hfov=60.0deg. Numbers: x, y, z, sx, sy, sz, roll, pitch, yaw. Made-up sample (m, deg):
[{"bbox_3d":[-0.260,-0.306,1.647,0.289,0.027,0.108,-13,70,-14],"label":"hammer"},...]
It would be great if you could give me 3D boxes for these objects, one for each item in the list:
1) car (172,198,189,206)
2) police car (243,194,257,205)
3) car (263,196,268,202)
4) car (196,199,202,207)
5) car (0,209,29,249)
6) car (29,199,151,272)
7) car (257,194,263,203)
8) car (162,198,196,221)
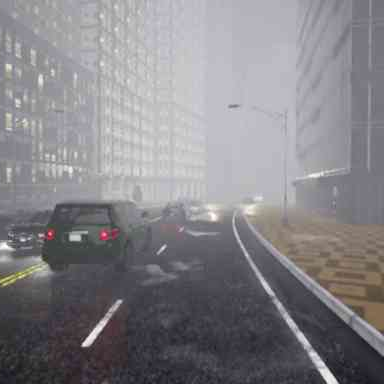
[{"bbox_3d":[-2.001,1.759,59.584,1.895,1.301,4.718,0,0,15],"label":"car"},{"bbox_3d":[11.577,1.706,68.022,1.930,1.638,5.238,0,0,17],"label":"police car"},{"bbox_3d":[16.734,1.586,82.665,2.150,2.045,5.566,0,0,21],"label":"car"},{"bbox_3d":[0.280,1.765,55.424,1.895,1.301,4.718,0,0,14],"label":"car"},{"bbox_3d":[-6.024,1.531,14.636,1.837,1.490,4.892,0,0,4],"label":"car"},{"bbox_3d":[-2.796,1.248,11.009,2.150,2.045,5.566,0,0,3],"label":"car"},{"bbox_3d":[14.662,1.856,77.158,1.812,1.442,4.674,0,0,20],"label":"car"},{"bbox_3d":[-1.253,1.573,28.196,2.128,1.511,4.902,0,0,7],"label":"car"}]
